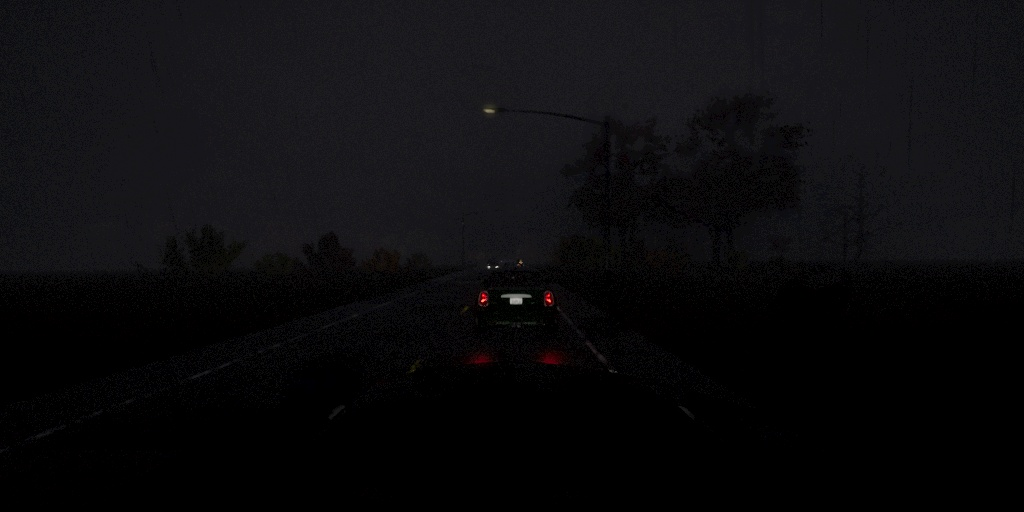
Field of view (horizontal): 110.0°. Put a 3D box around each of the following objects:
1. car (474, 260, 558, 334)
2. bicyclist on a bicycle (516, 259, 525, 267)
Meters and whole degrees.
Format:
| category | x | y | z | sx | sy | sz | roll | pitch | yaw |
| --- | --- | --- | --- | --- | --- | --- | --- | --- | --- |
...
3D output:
| category | x | y | z | sx | sy | sz | roll | pitch | yaw |
| --- | --- | --- | --- | --- | --- | --- | --- | --- | --- |
| car | 0.099 | 1.100 | 10.739 | 2.097 | 1.767 | 4.553 | 0 | 0 | 0 |
| bicyclist on a bicycle | 0.905 | 1.182 | 37.336 | 0.866 | 1.612 | 1.509 | 0 | 0 | 0 |
